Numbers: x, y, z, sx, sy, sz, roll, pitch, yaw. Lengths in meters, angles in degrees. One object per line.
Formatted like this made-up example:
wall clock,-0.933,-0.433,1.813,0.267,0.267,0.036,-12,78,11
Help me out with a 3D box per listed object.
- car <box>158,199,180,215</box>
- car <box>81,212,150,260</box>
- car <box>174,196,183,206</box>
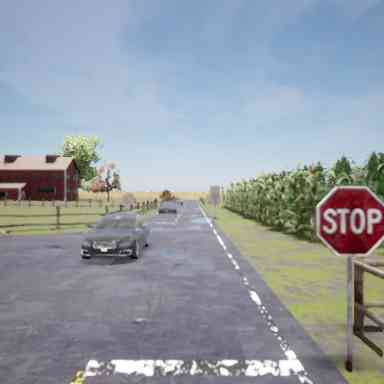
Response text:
car,-2.731,1.835,38.272,1.994,1.385,4.181,0,0,0
car,-2.739,1.588,12.793,1.837,1.490,4.892,0,-1,0
car,-2.717,1.640,63.222,2.097,1.767,4.553,0,0,0
